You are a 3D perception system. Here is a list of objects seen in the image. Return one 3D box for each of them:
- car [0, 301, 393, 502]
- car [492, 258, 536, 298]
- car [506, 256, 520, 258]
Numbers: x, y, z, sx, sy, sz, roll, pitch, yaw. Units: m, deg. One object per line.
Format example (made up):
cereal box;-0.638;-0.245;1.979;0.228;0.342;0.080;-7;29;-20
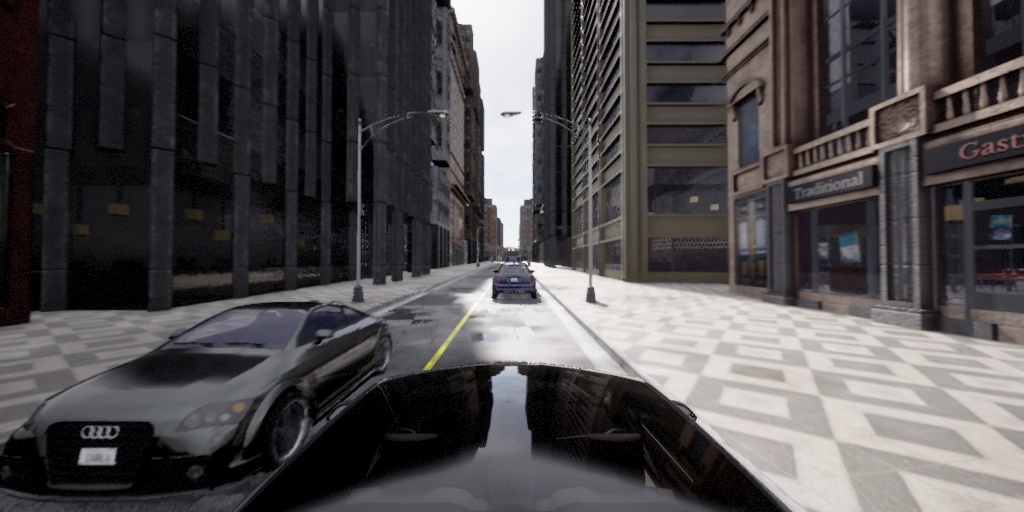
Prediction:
car;-3.099;1.316;4.674;1.994;1.385;4.181;0;0;0
car;0.103;1.115;18.598;2.097;1.767;4.553;0;0;0
car;0.109;1.042;43.691;2.150;2.045;5.566;0;0;0
